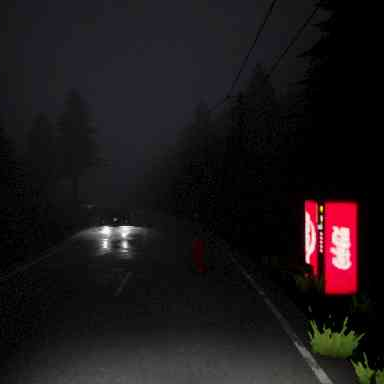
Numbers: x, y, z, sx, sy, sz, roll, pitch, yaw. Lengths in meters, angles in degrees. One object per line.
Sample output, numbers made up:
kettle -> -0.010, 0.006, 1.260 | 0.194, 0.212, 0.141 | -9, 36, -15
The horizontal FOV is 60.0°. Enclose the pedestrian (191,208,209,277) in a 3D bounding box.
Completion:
pedestrian -> 0.173, 1.287, 8.813 | 0.375, 1.860, 0.375 | 0, 0, -2

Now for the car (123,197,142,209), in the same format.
car -> -7.935, 1.461, 43.789 | 2.128, 1.511, 4.902 | 0, 0, -23

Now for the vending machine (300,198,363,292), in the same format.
vending machine -> 3.279, 1.190, 7.901 | 1.100, 2.100, 0.880 | 0, 0, -2

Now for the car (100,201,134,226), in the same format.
car -> -5.249, 1.548, 23.026 | 1.994, 1.385, 4.181 | 0, 0, -11

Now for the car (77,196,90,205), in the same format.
car -> -18.950, 1.438, 56.832 | 1.882, 1.535, 5.008 | 0, 0, -35
